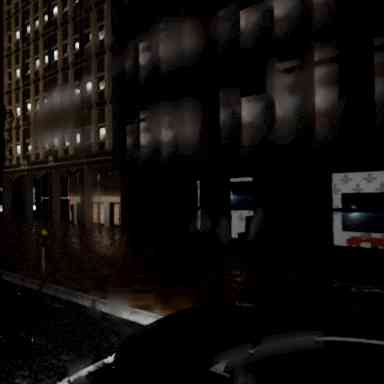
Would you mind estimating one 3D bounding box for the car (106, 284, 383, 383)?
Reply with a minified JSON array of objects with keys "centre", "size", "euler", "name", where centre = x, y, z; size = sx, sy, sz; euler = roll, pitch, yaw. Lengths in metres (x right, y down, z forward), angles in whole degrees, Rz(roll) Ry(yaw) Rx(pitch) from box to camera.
[{"centre":[1.412,1.508,2.402],"size":[4.892,1.490,1.837],"euler":[-1,0,37],"name":"car"}]
